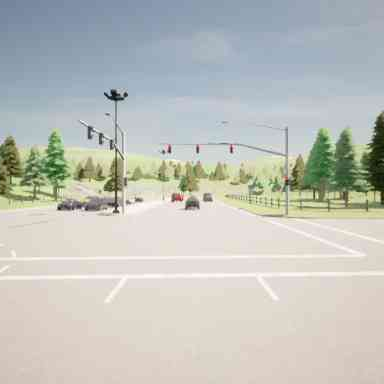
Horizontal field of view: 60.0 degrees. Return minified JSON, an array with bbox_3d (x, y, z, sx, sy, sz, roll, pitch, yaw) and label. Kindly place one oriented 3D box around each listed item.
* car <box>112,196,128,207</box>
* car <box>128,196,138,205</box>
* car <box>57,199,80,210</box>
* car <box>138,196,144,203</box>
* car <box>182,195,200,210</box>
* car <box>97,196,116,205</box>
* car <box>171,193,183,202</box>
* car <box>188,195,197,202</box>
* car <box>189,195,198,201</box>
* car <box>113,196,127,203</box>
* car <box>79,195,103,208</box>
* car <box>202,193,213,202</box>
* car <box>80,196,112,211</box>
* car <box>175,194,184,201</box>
[{"bbox_3d":[-11.529,1.529,50.079,2.033,1.411,5.357,0,0,0],"label":"car"},{"bbox_3d":[-11.495,1.579,59.664,1.895,1.301,4.718,0,0,1],"label":"car"},{"bbox_3d":[-15.031,1.549,41.177,1.994,1.385,4.181,0,0,1],"label":"car"},{"bbox_3d":[-11.400,1.570,69.856,1.895,1.301,4.718,0,0,0],"label":"car"},{"bbox_3d":[0.060,1.488,43.132,1.837,1.490,4.892,0,0,0],"label":"car"},{"bbox_3d":[-14.991,1.470,58.563,2.128,1.511,4.902,0,0,0],"label":"car"},{"bbox_3d":[-3.361,1.194,73.773,2.150,2.045,5.566,0,0,1],"label":"car"},{"bbox_3d":[0.143,1.448,74.151,1.882,1.535,5.008,0,0,1],"label":"car"},{"bbox_3d":[0.375,1.436,84.421,2.128,1.511,4.902,0,0,2],"label":"car"},{"bbox_3d":[-14.902,1.570,68.705,1.895,1.301,4.718,0,0,0],"label":"car"},{"bbox_3d":[-15.025,1.334,49.684,2.097,1.767,4.553,0,0,0],"label":"car"},{"bbox_3d":[3.639,1.509,73.730,2.033,1.411,5.357,0,0,1],"label":"car"},{"bbox_3d":[-11.544,1.490,40.341,1.837,1.490,4.892,0,0,0],"label":"car"},{"bbox_3d":[-3.123,1.388,84.518,1.882,1.535,5.008,0,0,2],"label":"car"}]
